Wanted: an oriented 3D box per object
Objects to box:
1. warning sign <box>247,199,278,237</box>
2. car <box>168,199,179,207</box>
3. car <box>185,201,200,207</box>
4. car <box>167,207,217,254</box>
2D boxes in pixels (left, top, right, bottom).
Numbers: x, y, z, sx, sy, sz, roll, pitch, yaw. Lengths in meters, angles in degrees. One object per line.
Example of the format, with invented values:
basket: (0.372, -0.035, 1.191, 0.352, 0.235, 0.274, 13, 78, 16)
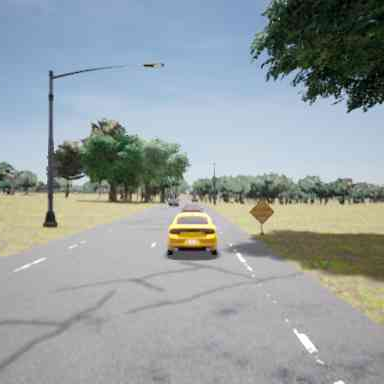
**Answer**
warning sign: (3.550, 1.287, 16.872, 1.300, 1.860, 1.060, 0, -1, 0)
car: (-3.516, 2.090, 64.537, 1.882, 1.535, 5.008, 0, -1, 1)
car: (0.022, 1.815, 28.899, 1.812, 1.442, 4.674, 0, 0, 0)
car: (0.024, 1.622, 14.238, 1.882, 1.535, 5.008, 0, 0, 0)
